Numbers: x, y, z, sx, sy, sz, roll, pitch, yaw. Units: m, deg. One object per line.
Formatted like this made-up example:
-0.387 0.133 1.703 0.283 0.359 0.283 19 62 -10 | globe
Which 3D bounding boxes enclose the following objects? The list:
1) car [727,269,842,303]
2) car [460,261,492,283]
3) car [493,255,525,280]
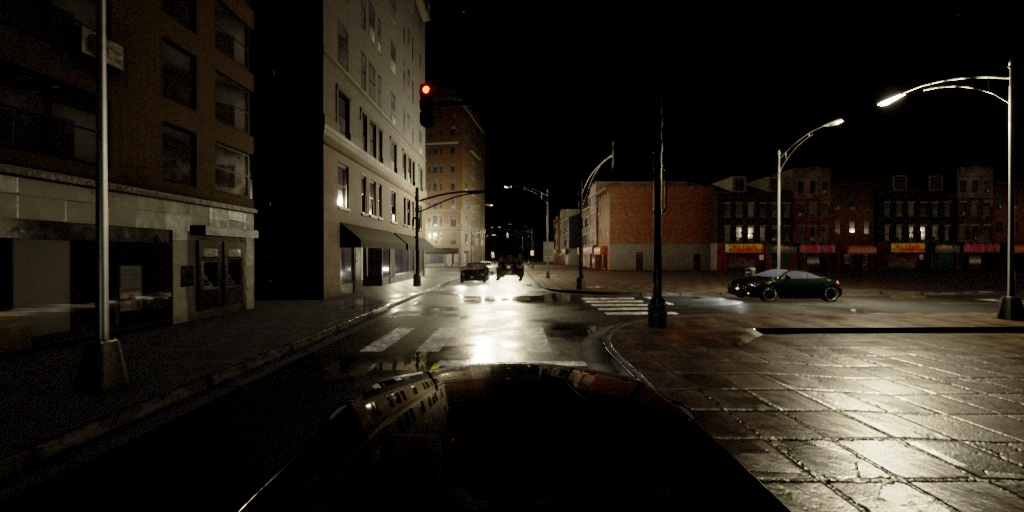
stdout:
12.039 1.259 15.998 4.181 1.385 1.994 0 0 0 | car
-2.843 1.227 27.912 1.882 1.535 5.008 0 0 0 | car
-0.112 0.971 30.930 2.150 2.045 5.566 0 0 3 | car
